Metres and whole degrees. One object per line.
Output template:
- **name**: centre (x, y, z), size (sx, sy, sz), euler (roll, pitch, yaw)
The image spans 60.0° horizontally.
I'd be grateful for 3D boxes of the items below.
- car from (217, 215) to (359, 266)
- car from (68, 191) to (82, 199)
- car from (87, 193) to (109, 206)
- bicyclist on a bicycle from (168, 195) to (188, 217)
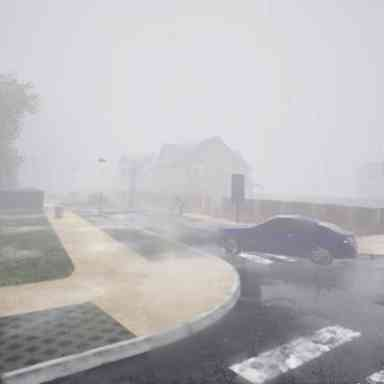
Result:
- **car**: centre (3.175, 1.524, 11.530), size (4.674, 1.442, 1.812), euler (2, 2, 25)
- **car**: centre (-20.570, 0.501, 58.538), size (1.994, 1.385, 4.181), euler (2, 0, -26)
- **car**: centre (-11.005, 0.890, 38.938), size (1.812, 1.442, 4.674), euler (2, 0, -26)
- **bicyclist on a bicycle**: centre (-1.039, 1.070, 25.168), size (1.656, 1.620, 0.582), euler (1, 0, -26)
